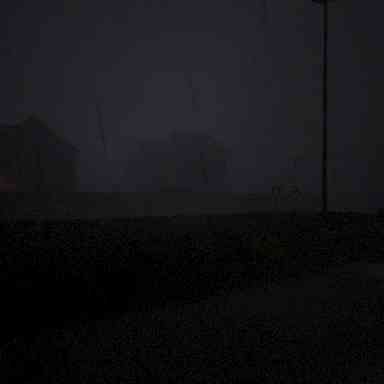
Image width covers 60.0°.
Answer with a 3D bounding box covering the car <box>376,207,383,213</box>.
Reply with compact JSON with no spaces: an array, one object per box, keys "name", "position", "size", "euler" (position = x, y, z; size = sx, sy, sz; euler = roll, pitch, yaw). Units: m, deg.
[{"name":"car","position":[15.750,1.464,23.076],"size":[2.150,2.045,5.566],"euler":[1,0,-34]}]
